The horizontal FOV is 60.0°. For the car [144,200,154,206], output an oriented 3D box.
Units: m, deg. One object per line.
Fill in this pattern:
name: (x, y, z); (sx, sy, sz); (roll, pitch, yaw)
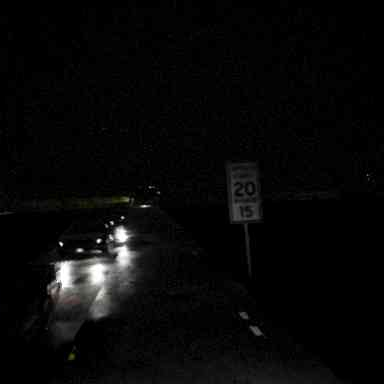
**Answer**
car: (-11.538, 2.895, 89.715); (1.837, 1.490, 4.892); (-4, -1, 1)

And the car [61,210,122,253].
car: (-4.563, 1.819, 15.055); (2.033, 1.411, 5.357); (-3, 0, -8)

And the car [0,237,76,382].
car: (-3.143, 1.730, 4.168); (2.033, 1.411, 5.357); (-3, 0, -8)

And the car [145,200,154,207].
car: (-10.106, 2.727, 79.675); (1.812, 1.442, 4.674); (-3, -2, -7)

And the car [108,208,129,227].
car: (-5.939, 1.969, 25.694); (1.895, 1.301, 4.718); (-3, 0, -7)
